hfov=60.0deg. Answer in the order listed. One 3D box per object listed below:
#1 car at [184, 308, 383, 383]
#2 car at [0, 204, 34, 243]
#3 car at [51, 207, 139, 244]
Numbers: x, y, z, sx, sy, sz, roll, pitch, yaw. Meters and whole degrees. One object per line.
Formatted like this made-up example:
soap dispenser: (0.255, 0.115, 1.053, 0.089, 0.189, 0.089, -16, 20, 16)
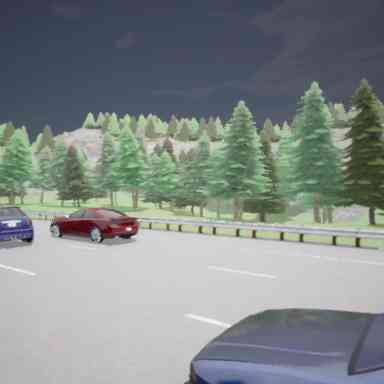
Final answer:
car: (2.499, 1.547, 2.209, 5.357, 1.411, 2.033, 0, 0, 36)
car: (-9.030, 1.352, 14.728, 4.553, 1.767, 2.097, 0, 0, 35)
car: (-4.783, 1.478, 15.999, 5.008, 1.535, 1.882, 0, 0, 35)
